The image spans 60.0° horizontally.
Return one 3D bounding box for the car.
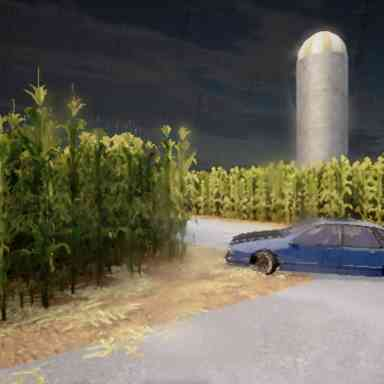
[{"bbox_3d":[3.615,1.406,8.674,5.357,1.411,2.033,1,3,14],"label":"car"}]
